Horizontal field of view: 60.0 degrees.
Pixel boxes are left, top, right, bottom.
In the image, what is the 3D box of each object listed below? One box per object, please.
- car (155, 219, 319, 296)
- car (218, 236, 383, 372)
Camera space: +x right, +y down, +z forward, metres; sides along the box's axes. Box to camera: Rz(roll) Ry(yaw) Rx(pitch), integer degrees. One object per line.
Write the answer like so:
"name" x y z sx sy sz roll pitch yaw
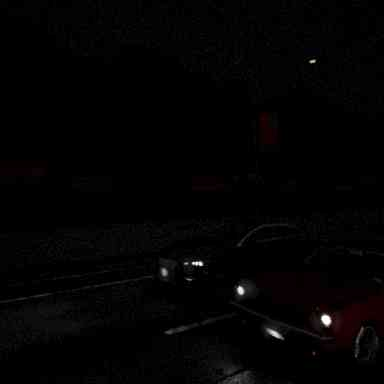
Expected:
"car" 1.395 1.486 8.686 4.902 1.511 2.128 0 0 -36
"car" 2.908 1.595 5.772 4.718 1.301 1.895 0 0 -36
